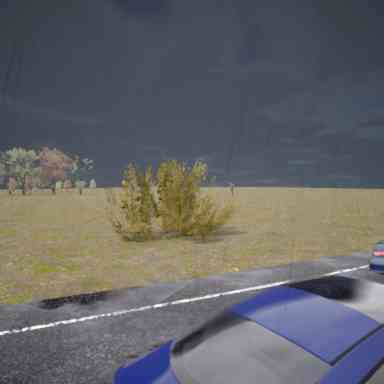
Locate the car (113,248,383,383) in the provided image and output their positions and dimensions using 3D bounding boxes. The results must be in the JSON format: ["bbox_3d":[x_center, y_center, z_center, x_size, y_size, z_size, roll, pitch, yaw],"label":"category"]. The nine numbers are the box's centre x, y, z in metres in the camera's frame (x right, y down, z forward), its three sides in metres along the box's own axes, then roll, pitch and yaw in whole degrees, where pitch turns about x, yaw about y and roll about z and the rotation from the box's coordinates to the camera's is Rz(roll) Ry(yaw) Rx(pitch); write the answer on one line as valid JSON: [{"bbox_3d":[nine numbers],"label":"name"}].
[{"bbox_3d":[1.552,1.526,2.910,4.674,1.442,1.812,0,0,-29],"label":"car"}]

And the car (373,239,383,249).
[{"bbox_3d":[6.750,1.549,9.345,5.357,1.411,2.033,0,0,-43],"label":"car"}]
